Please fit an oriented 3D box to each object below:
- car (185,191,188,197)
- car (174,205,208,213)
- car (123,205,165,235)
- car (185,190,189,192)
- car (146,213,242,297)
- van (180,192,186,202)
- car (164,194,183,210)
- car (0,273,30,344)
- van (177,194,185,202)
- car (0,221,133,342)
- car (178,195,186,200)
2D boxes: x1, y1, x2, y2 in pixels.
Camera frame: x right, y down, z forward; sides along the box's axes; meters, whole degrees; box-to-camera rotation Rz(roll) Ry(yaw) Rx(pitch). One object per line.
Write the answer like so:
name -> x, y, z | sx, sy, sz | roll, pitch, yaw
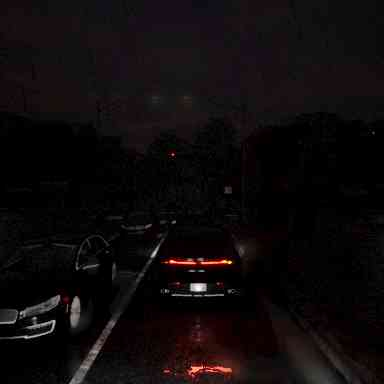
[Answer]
car -> -2.595, 1.318, 71.940 | 2.192, 1.841, 5.009 | -1, 0, 0
car -> 0.147, 1.604, 18.652 | 1.895, 1.301, 4.718 | 0, 0, 1
car -> -2.642, 1.584, 17.463 | 1.802, 1.307, 4.206 | -2, 0, 0
car -> -2.566, 1.145, 94.110 | 2.192, 1.841, 5.009 | -1, 1, 0
car -> 0.111, 1.503, 8.521 | 1.837, 1.490, 4.892 | 0, 0, 0
van -> -2.599, 1.369, 66.396 | 1.690, 1.788, 3.998 | -1, 0, 0
car -> -2.623, 1.489, 44.240 | 1.967, 1.590, 4.097 | -2, 0, 0
car -> -2.658, 1.550, 1.120 | 2.008, 1.369, 4.403 | -2, 0, 0
van -> -2.587, 1.313, 77.476 | 1.690, 1.788, 3.998 | -1, 0, 0
car -> -2.653, 1.549, 6.568 | 2.008, 1.369, 4.403 | -2, 0, 0
car -> -2.569, 1.442, 88.560 | 2.008, 1.369, 4.403 | -1, 0, 0
